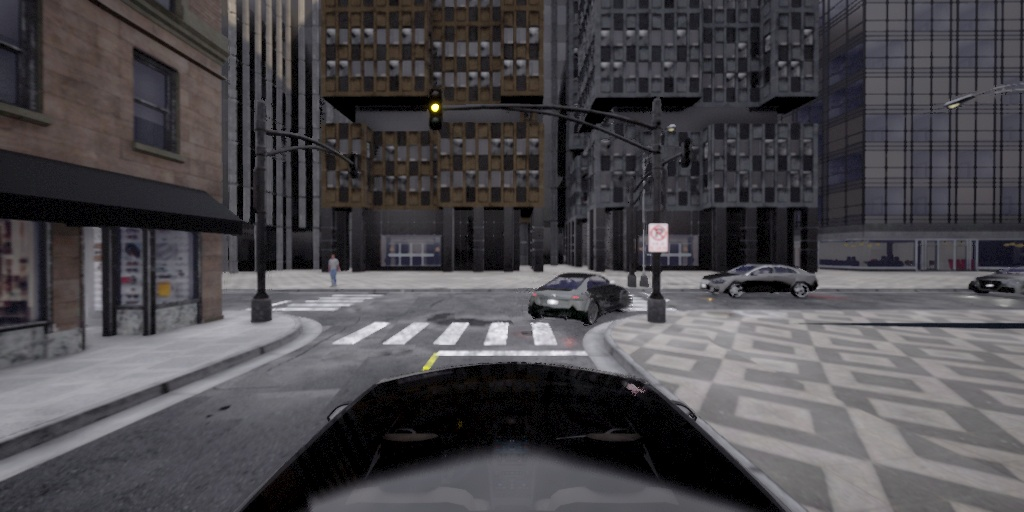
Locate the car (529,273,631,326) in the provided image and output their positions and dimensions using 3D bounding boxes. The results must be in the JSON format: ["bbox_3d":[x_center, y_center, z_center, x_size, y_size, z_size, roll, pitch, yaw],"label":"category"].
[{"bbox_3d":[2.313,1.238,11.678,1.994,1.385,4.181,0,0,35],"label":"car"}]

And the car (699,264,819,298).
[{"bbox_3d":[11.378,1.116,16.703,4.902,1.511,2.128,0,0,0],"label":"car"}]

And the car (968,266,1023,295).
[{"bbox_3d":[24.113,1.170,16.592,4.181,1.385,1.994,0,0,1],"label":"car"}]

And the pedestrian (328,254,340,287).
[{"bbox_3d":[-9.889,0.772,19.931,0.375,1.860,0.375,0,0,1],"label":"pedestrian"}]
